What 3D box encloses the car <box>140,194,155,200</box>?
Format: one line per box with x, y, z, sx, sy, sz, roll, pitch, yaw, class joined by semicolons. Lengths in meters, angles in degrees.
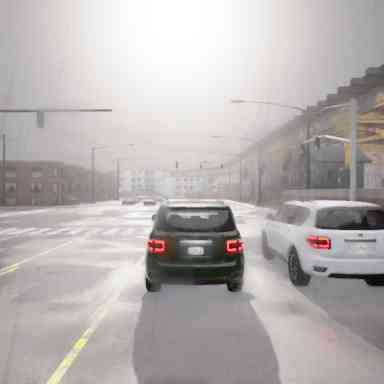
-7.317;1.602;58.103;2.033;1.411;5.357;0;0;0;car

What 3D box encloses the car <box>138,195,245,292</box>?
0.030;1.235;9.116;2.150;2.045;5.566;0;0;-1;car

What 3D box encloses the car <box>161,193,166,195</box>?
-7.297;1.597;72.413;1.812;1.442;4.674;0;0;0;car

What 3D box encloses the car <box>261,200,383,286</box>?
3.526;1.246;9.614;2.150;2.045;5.566;0;0;0;car

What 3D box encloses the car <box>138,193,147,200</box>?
-10.796;1.289;72.301;2.150;2.045;5.566;0;0;0;car

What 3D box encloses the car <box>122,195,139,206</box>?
-10.809;1.570;57.125;1.812;1.442;4.674;0;0;0;car

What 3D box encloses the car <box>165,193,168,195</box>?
-7.367;1.312;87.577;2.150;2.045;5.566;0;0;0;car

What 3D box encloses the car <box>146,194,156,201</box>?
-10.866;1.437;87.768;2.097;1.767;4.553;0;0;0;car
